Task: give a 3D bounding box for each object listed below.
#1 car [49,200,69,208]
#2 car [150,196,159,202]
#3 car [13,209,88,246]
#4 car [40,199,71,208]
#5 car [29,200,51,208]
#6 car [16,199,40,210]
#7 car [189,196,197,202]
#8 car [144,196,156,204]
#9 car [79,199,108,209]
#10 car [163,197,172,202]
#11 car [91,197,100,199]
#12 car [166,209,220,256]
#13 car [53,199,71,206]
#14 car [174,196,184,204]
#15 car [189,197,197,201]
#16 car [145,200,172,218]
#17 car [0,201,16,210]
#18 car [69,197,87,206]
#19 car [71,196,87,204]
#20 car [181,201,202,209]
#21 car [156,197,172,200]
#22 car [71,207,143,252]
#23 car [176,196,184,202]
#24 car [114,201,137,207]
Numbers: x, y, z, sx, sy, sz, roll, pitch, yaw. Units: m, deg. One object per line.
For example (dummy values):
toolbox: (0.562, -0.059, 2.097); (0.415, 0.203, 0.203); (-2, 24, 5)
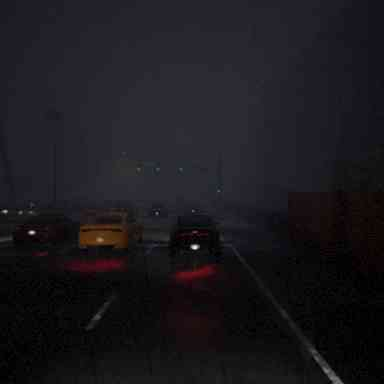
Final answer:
car: (-24.415, 2.136, 61.087); (1.994, 1.385, 4.181); (0, 0, 0)
car: (-10.183, 1.937, 90.500); (1.882, 1.535, 5.008); (0, 0, 0)
car: (-6.897, 1.743, 16.337); (1.994, 1.385, 4.181); (0, -1, 0)
car: (-20.989, 1.864, 51.212); (2.097, 1.767, 4.553); (0, 0, 0)
car: (-27.914, 2.136, 61.279); (1.994, 1.385, 4.181); (0, 0, 0)
car: (-24.489, 1.864, 51.229); (2.097, 1.767, 4.553); (0, 0, 0)
car: (0.317, 1.985, 90.418); (2.128, 1.511, 4.902); (0, 0, 0)
car: (-10.265, 2.035, 80.082); (1.882, 1.535, 5.008); (0, 0, 0)
car: (-10.396, 1.872, 36.565); (1.882, 1.535, 5.008); (0, -1, 0)
car: (-6.683, 2.012, 90.473); (1.994, 1.385, 4.181); (0, 0, 0)
car: (-20.835, 1.941, 71.289); (2.097, 1.767, 4.553); (0, 0, 0)
car: (0.102, 1.656, 13.818); (1.837, 1.490, 4.892); (0, -1, 0)
car: (-27.834, 2.181, 71.370); (1.895, 1.301, 4.718); (0, 0, 0)
car: (-3.262, 1.915, 80.408); (2.097, 1.767, 4.553); (0, 0, 0)
car: (0.238, 2.112, 80.411); (1.994, 1.385, 4.181); (0, 0, 0)
car: (-3.397, 1.880, 34.720); (1.837, 1.490, 4.892); (0, -1, 0)
car: (-27.989, 2.076, 51.215); (1.994, 1.385, 4.181); (0, 0, 0)
car: (-24.336, 1.942, 71.154); (2.097, 1.767, 4.553); (0, 0, 0)
car: (-20.915, 1.793, 61.096); (2.150, 2.045, 5.566); (0, 0, 0)
car: (0.104, 1.956, 36.163); (1.994, 1.385, 4.181); (0, -1, 0)
car: (-6.765, 2.082, 80.049); (2.128, 1.511, 4.902); (0, 0, 0)
car: (-3.398, 1.639, 14.719); (1.882, 1.535, 5.008); (0, -1, 0)
car: (-3.183, 1.937, 90.445); (1.882, 1.535, 5.008); (0, 0, 0)
car: (-6.896, 1.730, 34.950); (2.097, 1.767, 4.553); (0, -1, 0)
